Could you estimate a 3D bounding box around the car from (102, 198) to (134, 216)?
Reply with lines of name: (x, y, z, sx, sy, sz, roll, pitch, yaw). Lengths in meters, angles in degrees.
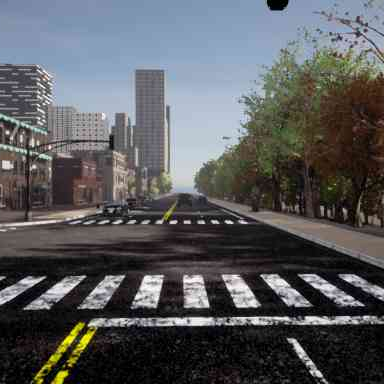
car: (-7.366, 1.481, 32.451, 2.128, 1.511, 4.902, 0, 0, -1)

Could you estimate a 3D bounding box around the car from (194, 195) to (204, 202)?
car: (1.508, 1.471, 72.992, 1.837, 1.490, 4.892, 0, 0, -1)

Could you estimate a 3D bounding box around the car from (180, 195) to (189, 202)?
car: (-1.751, 1.447, 74.245, 1.882, 1.535, 5.008, 0, 0, -1)

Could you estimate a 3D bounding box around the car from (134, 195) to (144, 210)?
car: (-7.589, 1.490, 42.009, 1.837, 1.490, 4.892, 0, 0, -1)

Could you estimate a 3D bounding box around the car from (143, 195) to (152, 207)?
car: (-7.821, 1.333, 51.704, 2.097, 1.767, 4.553, 0, 0, -1)

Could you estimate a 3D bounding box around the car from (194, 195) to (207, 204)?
car: (1.851, 1.454, 62.887, 1.882, 1.535, 5.008, 0, 0, -1)

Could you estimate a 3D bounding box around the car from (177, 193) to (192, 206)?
car: (-1.183, 1.199, 53.749, 2.150, 2.045, 5.566, 0, 0, -1)

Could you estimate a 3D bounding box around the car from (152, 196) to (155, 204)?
car: (-8.026, 1.468, 61.967, 2.128, 1.511, 4.902, 0, 0, -1)
